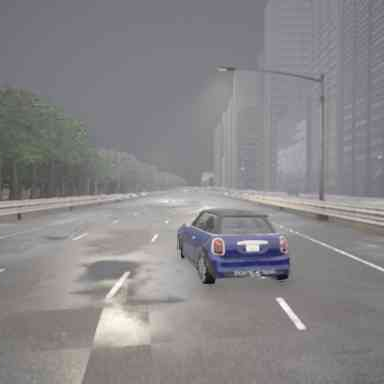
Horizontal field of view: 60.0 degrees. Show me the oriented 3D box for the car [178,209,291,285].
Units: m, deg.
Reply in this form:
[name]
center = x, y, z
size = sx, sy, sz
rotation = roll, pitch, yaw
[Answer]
[car]
center = 0.917, 1.255, 9.492
size = 2.097, 1.767, 4.553
rotation = 0, 0, -12
